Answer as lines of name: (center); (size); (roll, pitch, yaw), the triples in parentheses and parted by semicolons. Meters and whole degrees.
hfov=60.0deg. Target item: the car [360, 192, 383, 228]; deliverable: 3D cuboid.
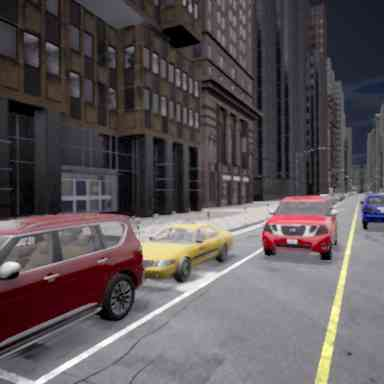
car: (11.910, 1.145, 20.902); (2.150, 2.045, 5.566); (0, 0, 27)

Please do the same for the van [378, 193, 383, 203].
van: (35.456, 1.124, 61.326); (1.690, 1.788, 3.998); (-1, 0, 27)

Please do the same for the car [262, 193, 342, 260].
car: (4.367, 1.198, 12.856); (2.150, 2.045, 5.566); (0, 0, 27)

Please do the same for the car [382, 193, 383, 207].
car: (27.821, 1.140, 46.296); (2.192, 1.841, 5.009); (-1, 0, 27)

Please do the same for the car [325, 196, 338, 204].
car: (25.305, 1.426, 60.161); (1.947, 1.339, 4.313); (-1, 0, 27)

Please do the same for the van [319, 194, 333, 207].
van: (20.214, 1.230, 50.143); (1.690, 1.788, 3.998); (-1, 0, 27)

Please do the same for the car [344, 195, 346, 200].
car: (32.935, 1.136, 75.189); (2.192, 1.841, 5.009); (-1, 0, 27)

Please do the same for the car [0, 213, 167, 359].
car: (-2.685, 1.342, 5.060); (2.192, 1.841, 5.009); (0, 0, 27)

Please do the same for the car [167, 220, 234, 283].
car: (-0.216, 1.535, 9.918); (1.752, 1.417, 4.829); (0, 0, 27)

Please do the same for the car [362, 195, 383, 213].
car: (19.247, 1.233, 35.334); (2.097, 1.767, 4.553); (0, 0, 27)

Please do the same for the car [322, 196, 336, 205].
car: (22.760, 1.419, 55.152); (1.887, 1.381, 4.507); (-1, 0, 27)

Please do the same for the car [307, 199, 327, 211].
car: (15.127, 1.499, 40.124); (1.802, 1.307, 4.206); (-1, 0, 27)

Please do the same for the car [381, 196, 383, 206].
car: (30.368, 1.377, 51.306); (1.947, 1.339, 4.313); (-1, 0, 27)

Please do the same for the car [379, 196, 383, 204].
car: (32.913, 1.348, 56.316); (2.008, 1.369, 4.403); (-1, 0, 27)

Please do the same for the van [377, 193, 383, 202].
van: (38.000, 1.111, 66.335); (1.690, 1.788, 3.998); (-1, 0, 27)

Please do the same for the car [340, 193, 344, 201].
car: (30.393, 1.416, 70.179); (1.802, 1.307, 4.206); (-1, 0, 27)
